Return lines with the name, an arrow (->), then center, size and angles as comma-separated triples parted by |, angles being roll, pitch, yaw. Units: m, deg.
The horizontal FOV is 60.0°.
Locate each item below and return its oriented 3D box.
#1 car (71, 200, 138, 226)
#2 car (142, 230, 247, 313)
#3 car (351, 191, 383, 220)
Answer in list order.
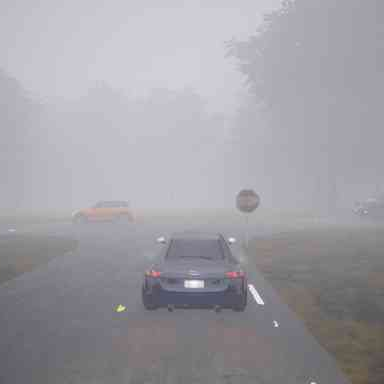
car -> -6.340, 1.416, 24.152 | 4.553, 1.767, 2.097 | -1, 1, 0
car -> 0.097, 1.563, 7.764 | 1.994, 1.385, 4.181 | 0, 0, 2
car -> 14.593, 0.899, 24.063 | 5.566, 2.045, 2.150 | -1, 1, 0
